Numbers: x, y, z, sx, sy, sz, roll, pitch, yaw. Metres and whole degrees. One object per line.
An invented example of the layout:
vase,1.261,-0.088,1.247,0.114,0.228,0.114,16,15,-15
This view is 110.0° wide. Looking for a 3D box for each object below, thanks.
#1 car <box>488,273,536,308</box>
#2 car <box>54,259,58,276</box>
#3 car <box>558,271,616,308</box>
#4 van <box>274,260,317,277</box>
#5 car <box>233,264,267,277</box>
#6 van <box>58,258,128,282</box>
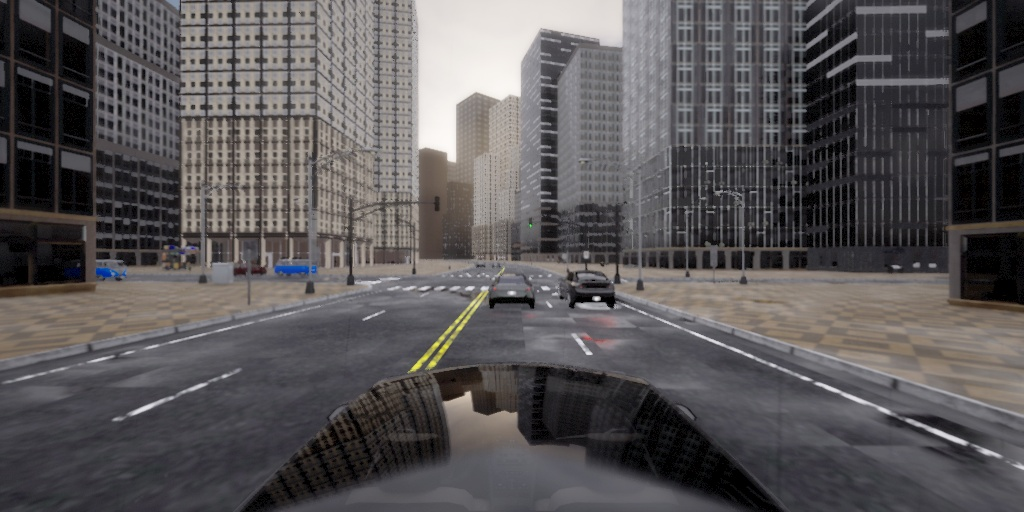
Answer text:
car,0.001,1.444,16.131,1.994,1.385,4.181,0,0,0
car,-44.473,1.321,35.283,4.902,1.511,2.128,0,0,2
car,3.251,1.388,16.141,1.837,1.490,4.892,0,0,0
van,-22.665,1.271,37.551,3.998,1.789,1.690,0,0,1
car,-28.203,1.450,37.596,4.507,1.381,1.888,0,0,1
van,-33.943,1.213,29.330,3.998,1.789,1.690,0,0,1
